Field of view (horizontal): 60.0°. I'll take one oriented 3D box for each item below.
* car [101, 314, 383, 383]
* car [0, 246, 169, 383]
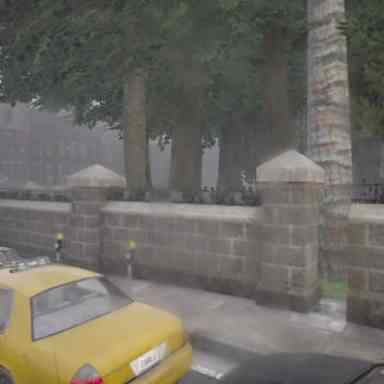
[{"bbox_3d":[1.885,1.545,1.444,4.403,1.369,2.008,-1,1,36],"label":"car"},{"bbox_3d":[-2.287,1.560,4.484,4.829,1.417,1.752,-1,1,36],"label":"car"}]
